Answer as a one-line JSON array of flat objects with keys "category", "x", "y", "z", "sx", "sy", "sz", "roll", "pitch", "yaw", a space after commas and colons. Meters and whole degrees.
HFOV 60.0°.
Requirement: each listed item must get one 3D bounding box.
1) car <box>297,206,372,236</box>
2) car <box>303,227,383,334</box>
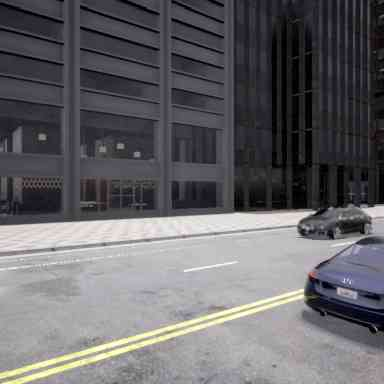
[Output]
[{"category": "car", "x": 7.415, "y": 1.504, "z": 17.129, "sx": 4.892, "sy": 1.490, "sz": 1.837, "roll": 0, "pitch": 0, "yaw": -36}, {"category": "car", "x": 4.061, "y": 1.563, "z": 6.410, "sx": 4.181, "sy": 1.385, "sz": 1.994, "roll": 0, "pitch": 0, "yaw": -36}]
